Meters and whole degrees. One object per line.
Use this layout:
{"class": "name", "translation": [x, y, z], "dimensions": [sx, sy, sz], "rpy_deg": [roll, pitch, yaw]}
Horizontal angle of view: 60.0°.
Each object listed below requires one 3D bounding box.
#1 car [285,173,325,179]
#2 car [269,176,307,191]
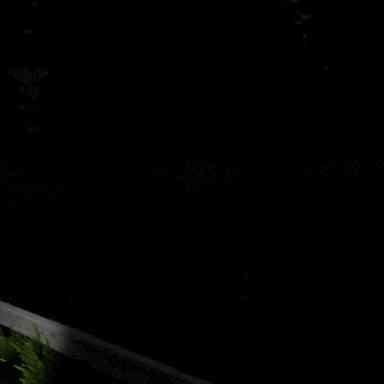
{"class": "car", "translation": [13.210, -1.268, 35.807], "dimensions": [5.357, 1.411, 2.033], "rpy_deg": [-5, -2, 20]}
{"class": "car", "translation": [11.435, -1.025, 39.824], "dimensions": [4.181, 1.385, 1.994], "rpy_deg": [-4, -1, 16]}
